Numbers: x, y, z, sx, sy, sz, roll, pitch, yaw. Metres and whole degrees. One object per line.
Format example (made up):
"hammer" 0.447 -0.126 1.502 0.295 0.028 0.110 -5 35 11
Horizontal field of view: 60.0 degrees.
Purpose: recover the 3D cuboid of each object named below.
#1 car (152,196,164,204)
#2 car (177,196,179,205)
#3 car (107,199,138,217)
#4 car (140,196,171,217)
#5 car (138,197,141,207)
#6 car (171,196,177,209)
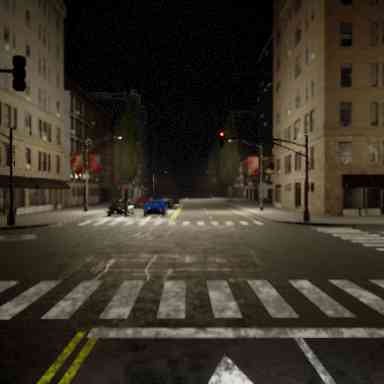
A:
"car" -6.511 1.469 64.159 1.994 1.385 4.181 0 0 0
"car" -3.299 1.392 58.949 1.882 1.535 5.008 0 0 0
"car" -6.595 1.458 31.093 1.837 1.490 4.892 0 1 0
"car" -3.344 1.435 31.089 1.882 1.535 5.008 0 0 0
"car" -6.582 1.413 45.459 1.882 1.535 5.008 0 0 0
"car" -3.338 1.539 43.111 1.895 1.301 4.718 0 0 0
